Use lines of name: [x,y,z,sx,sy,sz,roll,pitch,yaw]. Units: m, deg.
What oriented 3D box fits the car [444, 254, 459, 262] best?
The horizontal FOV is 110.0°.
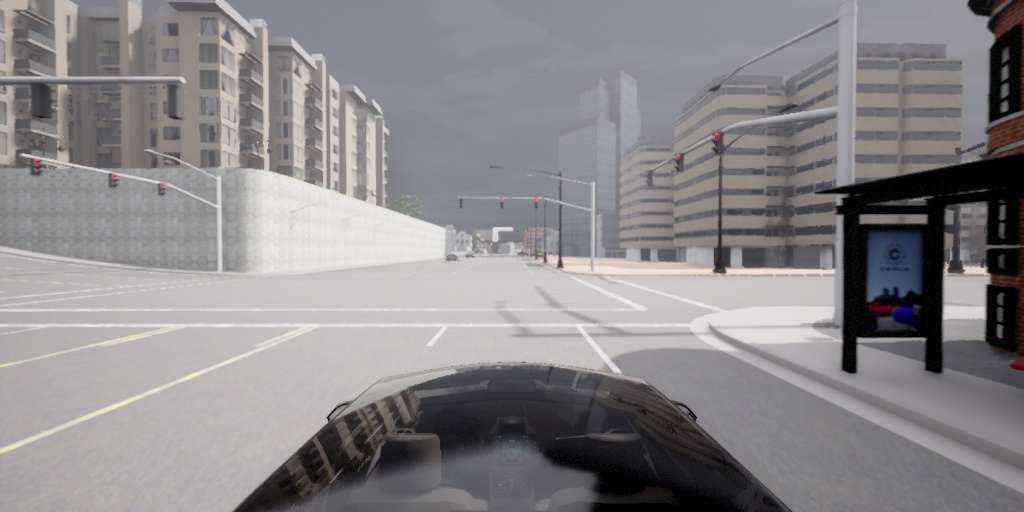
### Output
car: [-10.494,0.337,62.760,1.812,1.442,4.674,0,2,0]
